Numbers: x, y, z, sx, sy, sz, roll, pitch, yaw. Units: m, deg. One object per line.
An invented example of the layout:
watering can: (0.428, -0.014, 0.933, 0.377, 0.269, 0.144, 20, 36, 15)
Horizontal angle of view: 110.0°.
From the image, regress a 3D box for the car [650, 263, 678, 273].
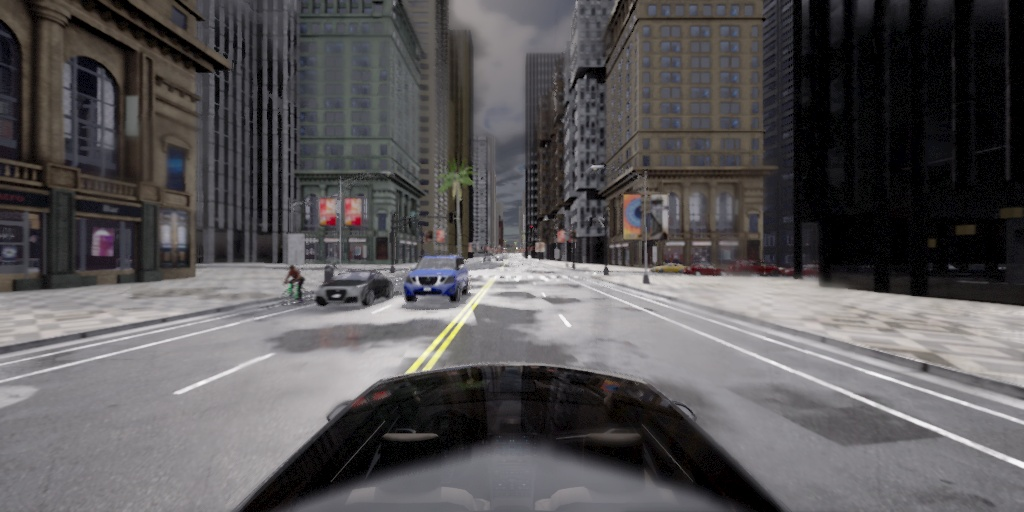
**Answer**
car: (20.588, 1.551, 46.893, 4.829, 1.417, 1.751, 0, 0, 0)

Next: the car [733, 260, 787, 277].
car: (25.815, 1.390, 38.347, 5.009, 1.841, 2.192, 0, 0, 0)

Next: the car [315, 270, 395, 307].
car: (-6.591, 1.305, 15.437, 1.994, 1.385, 4.181, 0, 0, 0)

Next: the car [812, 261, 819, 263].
car: (40.301, 1.605, 46.848, 5.009, 1.841, 2.192, 0, 0, 0)

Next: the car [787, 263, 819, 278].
car: (30.902, 1.726, 38.330, 4.207, 1.307, 1.802, 0, 0, 0)

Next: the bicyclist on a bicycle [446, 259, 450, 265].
bicyclist on a bicycle: (-8.798, 1.061, 48.943, 0.659, 1.776, 1.843, 0, -1, -1)

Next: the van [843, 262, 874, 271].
van: (35.989, 1.554, 38.312, 3.998, 1.789, 1.690, 0, 0, 0)

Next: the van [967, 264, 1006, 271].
van: (51.250, 1.759, 38.259, 3.998, 1.789, 1.690, 0, 0, 0)

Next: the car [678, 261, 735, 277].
car: (20.727, 1.551, 38.365, 4.507, 1.381, 1.888, 0, 0, 0)

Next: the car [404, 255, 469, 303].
car: (-3.342, 0.962, 16.925, 2.150, 2.045, 5.566, 0, 0, 0)

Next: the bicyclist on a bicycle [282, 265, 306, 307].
bicyclist on a bicycle: (-8.783, 1.195, 14.480, 0.582, 1.620, 1.656, 0, 0, 0)

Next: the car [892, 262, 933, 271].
car: (41.076, 1.596, 38.294, 5.009, 1.841, 2.192, 0, 0, 0)
